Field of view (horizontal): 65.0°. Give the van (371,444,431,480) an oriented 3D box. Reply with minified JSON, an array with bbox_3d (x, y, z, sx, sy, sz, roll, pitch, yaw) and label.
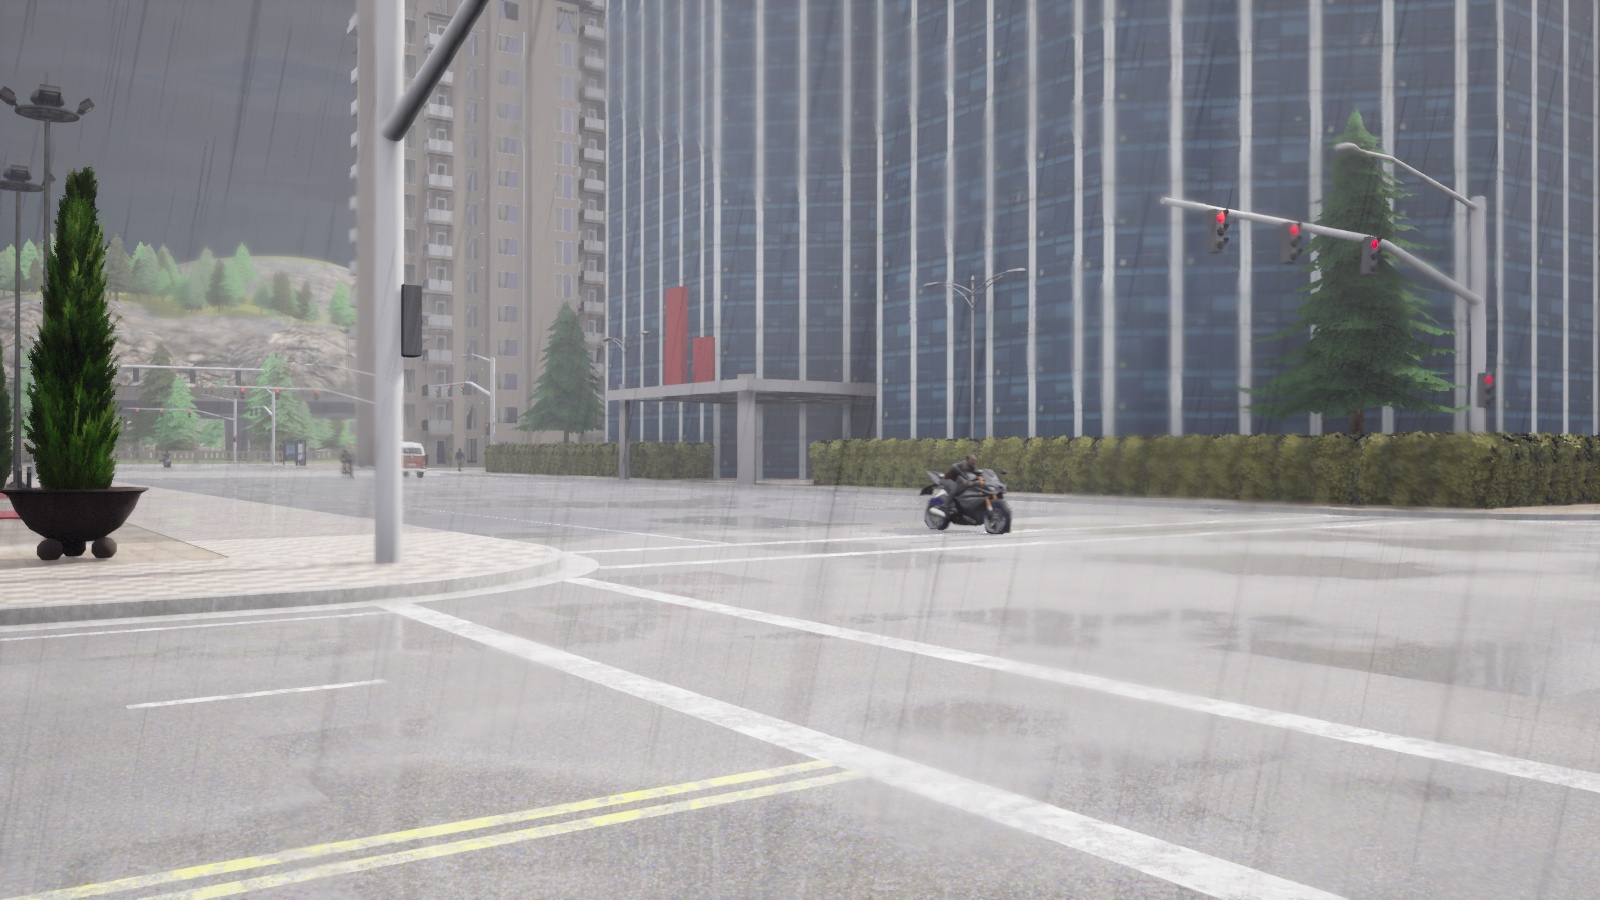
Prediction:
[{"bbox_3d":[-23.235,0.696,73.072,2.069,2.038,4.480,0,0,-35],"label":"van"}]

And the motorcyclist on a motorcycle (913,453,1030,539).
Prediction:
[{"bbox_3d":[3.209,0.831,23.670,0.866,1.530,2.191,0,0,-38],"label":"motorcyclist on a motorcycle"}]
